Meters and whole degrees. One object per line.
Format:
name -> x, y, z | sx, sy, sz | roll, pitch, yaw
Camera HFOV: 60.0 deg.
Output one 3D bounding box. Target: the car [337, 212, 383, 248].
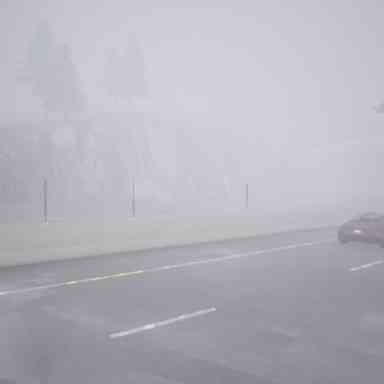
car -> 8.242, 1.569, 14.760 | 4.181, 1.385, 1.994 | 0, 0, -40
